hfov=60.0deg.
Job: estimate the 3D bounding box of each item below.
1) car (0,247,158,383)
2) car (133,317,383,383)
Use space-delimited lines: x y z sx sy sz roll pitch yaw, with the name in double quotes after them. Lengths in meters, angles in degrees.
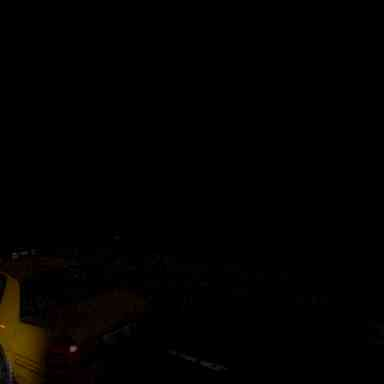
-2.661 1.524 4.986 4.829 1.417 1.752 0 1 35 "car"
2.026 1.551 1.646 4.403 1.369 2.008 0 1 35 "car"
